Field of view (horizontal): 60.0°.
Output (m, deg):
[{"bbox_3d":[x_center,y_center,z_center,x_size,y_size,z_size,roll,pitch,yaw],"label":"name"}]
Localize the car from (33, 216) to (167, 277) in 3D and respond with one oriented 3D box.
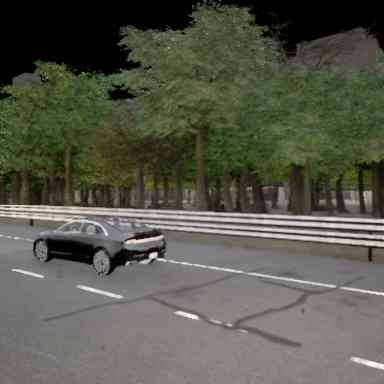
[{"bbox_3d":[-3.021,1.512,10.356,4.902,1.511,2.128,0,0,35],"label":"car"}]
